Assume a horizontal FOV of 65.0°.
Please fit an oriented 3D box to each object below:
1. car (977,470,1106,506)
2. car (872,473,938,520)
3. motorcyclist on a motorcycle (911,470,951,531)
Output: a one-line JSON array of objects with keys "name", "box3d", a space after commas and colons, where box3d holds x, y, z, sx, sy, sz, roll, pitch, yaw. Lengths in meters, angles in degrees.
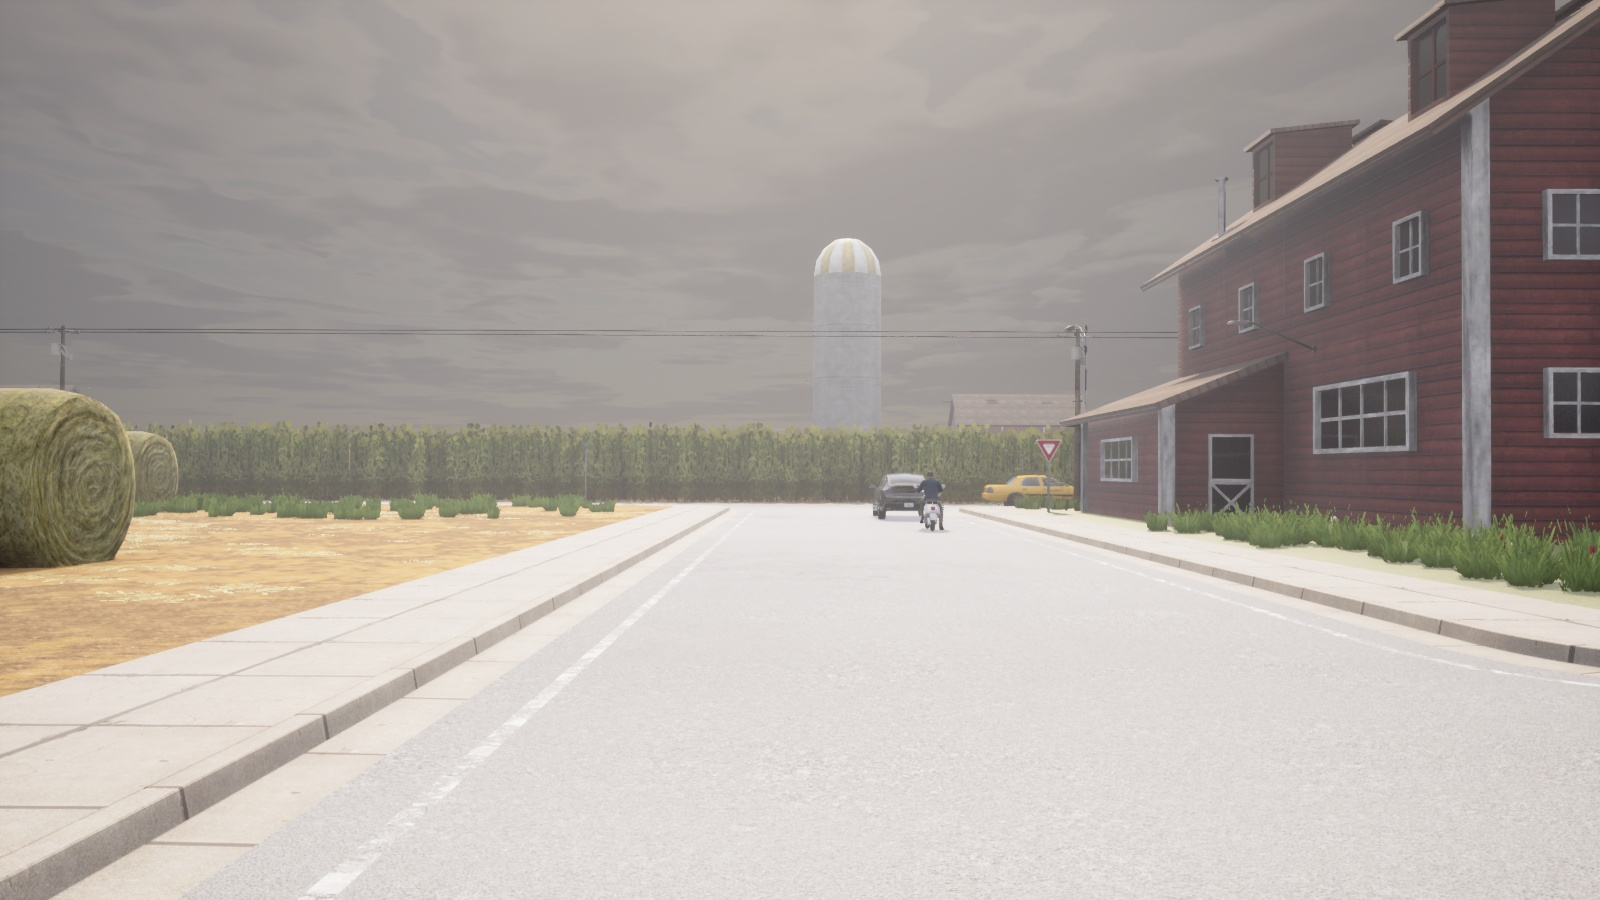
[{"name": "car", "box3d": [10.674, 1.684, 55.786, 5.366, 1.575, 1.801, 0, -1, 1]}, {"name": "car", "box3d": [3.489, 1.522, 42.494, 1.837, 1.490, 4.892, 0, -1, 0]}, {"name": "motorcyclist on a motorcycle", "box3d": [3.492, 1.322, 33.611, 0.866, 1.590, 1.817, 0, -1, 0]}]
